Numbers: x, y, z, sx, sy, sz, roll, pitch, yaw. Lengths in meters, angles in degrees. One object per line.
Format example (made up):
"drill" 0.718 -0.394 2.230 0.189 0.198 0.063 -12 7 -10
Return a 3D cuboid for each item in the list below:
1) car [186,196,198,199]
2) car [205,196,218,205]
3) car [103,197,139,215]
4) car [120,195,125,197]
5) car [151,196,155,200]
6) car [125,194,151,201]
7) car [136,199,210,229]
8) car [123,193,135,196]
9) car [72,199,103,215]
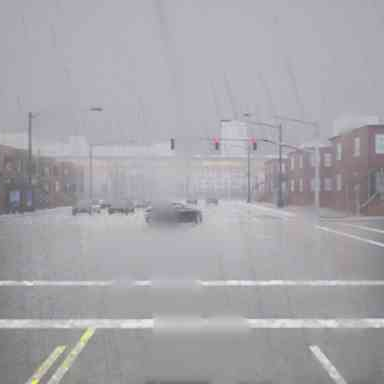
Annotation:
"car" -0.020 1.444 58.468 2.128 1.511 4.902 0 0 0
"car" 3.480 1.457 58.473 1.837 1.490 4.892 0 0 0
"car" -7.103 1.519 34.079 2.033 1.411 5.357 0 0 0
"car" -10.604 1.511 44.118 2.033 1.411 5.357 0 0 0
"car" -7.093 1.460 54.151 1.837 1.490 4.892 0 0 0
"car" -7.098 1.455 44.060 2.128 1.511 4.902 0 0 0
"car" -1.094 1.473 21.643 2.128 1.511 4.902 1 0 30
"car" -10.601 1.177 55.299 2.150 2.045 5.566 0 0 -1
"car" -10.599 1.477 33.739 1.837 1.490 4.892 0 0 0
